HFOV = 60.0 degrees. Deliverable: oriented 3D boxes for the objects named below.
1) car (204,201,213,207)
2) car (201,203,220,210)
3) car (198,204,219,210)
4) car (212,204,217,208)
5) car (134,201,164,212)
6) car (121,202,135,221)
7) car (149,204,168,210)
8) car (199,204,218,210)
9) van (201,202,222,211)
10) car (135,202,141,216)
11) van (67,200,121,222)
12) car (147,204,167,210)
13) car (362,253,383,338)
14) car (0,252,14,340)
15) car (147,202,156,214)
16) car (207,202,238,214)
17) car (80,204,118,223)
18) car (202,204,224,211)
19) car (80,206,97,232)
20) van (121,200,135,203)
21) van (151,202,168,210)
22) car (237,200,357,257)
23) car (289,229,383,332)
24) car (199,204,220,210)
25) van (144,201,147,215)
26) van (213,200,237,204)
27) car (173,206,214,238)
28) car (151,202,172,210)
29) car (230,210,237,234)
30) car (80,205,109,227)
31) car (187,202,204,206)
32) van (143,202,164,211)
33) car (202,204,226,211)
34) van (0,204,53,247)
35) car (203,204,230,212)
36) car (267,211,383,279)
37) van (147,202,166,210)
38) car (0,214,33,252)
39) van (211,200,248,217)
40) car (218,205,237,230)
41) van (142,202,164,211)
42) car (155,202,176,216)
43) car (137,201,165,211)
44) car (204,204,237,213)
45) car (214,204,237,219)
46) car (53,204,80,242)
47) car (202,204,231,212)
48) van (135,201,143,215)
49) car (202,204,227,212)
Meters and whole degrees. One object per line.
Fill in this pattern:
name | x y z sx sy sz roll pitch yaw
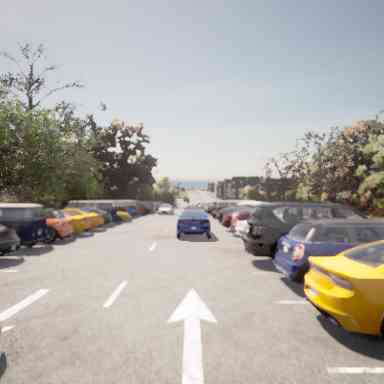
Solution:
car | 4.486 1.934 38.972 5.566 2.045 2.435 0 -2 0
car | 4.455 3.520 80.582 4.553 1.767 2.185 0 -2 0
car | 4.297 3.855 86.121 5.366 1.575 1.946 0 -2 0
car | 4.517 2.052 30.656 4.674 1.452 2.002 0 -1 0
car | -8.557 2.907 66.799 5.566 2.045 2.435 0 -2 0
car | -8.376 2.011 30.818 5.366 1.575 1.946 0 -1 0
car | -8.626 3.883 86.034 4.792 1.488 2.163 0 -2 0
car | 4.662 4.211 94.440 5.366 1.575 1.946 0 -3 0
van | 4.373 3.223 75.039 4.442 1.987 1.878 0 -2 0
car | -8.569 2.119 36.355 5.008 1.535 2.097 0 -1 0
van | -8.676 1.736 28.051 4.442 1.987 1.878 0 -1 0
car | -8.625 3.779 83.397 4.792 1.488 2.163 0 -2 0
car | 4.533 1.513 2.907 4.892 1.521 2.231 0 -1 0
car | -3.602 1.595 2.853 1.994 1.385 4.181 0 -1 0
car | -8.573 2.713 52.947 4.674 1.452 2.002 0 -2 0
car | 4.538 2.448 50.066 4.553 1.767 2.185 0 -2 0
car | -8.551 1.910 25.277 4.892 1.521 2.231 0 -1 0
car | 4.521 3.381 72.256 4.792 1.488 2.163 0 -2 0
car | -8.548 1.801 19.612 5.008 1.535 2.097 0 -1 0
van | -8.445 1.841 33.589 4.442 1.987 1.878 0 -1 0
van | -8.716 3.743 88.813 4.442 1.987 1.878 0 -2 0
car | 4.561 1.393 11.231 5.566 2.045 2.435 0 -1 0
car | 4.530 1.549 5.679 5.008 1.535 2.097 0 -1 0
car | 4.666 3.966 88.772 5.366 1.575 1.946 0 -3 0
van | -8.686 2.152 44.524 4.442 1.987 1.878 0 -2 0
van | 4.634 1.839 33.436 4.442 1.987 1.878 0 -1 0
car | 0.087 1.807 19.972 1.882 1.535 5.008 0 -1 0
car | -8.632 3.963 94.473 5.566 2.045 2.435 0 -3 0
car | 4.526 1.789 16.777 4.674 1.452 2.002 0 -1 0
car | -8.550 1.856 22.507 5.008 1.535 2.097 0 -1 0
car | 0.076 2.122 36.487 1.882 1.535 5.008 0 -1 0
van | -8.707 3.224 75.103 4.442 1.987 1.878 0 -2 0
car | 4.523 3.284 69.482 4.792 1.488 2.163 0 -2 0
van | -8.666 1.473 14.202 4.442 1.987 1.878 0 -1 0
car | 4.493 2.964 61.159 4.892 1.521 2.231 0 -2 0
car | 4.503 1.469 8.458 4.553 1.767 2.185 0 -1 0
van | -8.486 3.421 80.656 4.442 1.987 1.878 0 -2 0
car | -8.541 1.648 11.427 4.892 1.521 2.231 0 -1 0
van | 4.629 2.056 41.746 4.442 1.987 1.878 0 -2 0
car | 4.520 1.854 22.329 5.008 1.535 2.097 0 -1 0
van | -8.471 3.127 72.335 4.442 1.987 1.878 0 -2 0
car | -3.610 2.468 45.788 1.812 1.442 4.674 0 -2 0
car | -8.558 3.004 69.568 5.566 2.045 2.435 0 -2 0
car | 4.688 2.765 55.611 5.366 1.575 1.946 0 -2 0
car | 4.551 1.989 27.879 4.792 1.488 2.163 0 -1 0
car | -8.520 1.626 16.969 4.553 1.767 2.185 0 -1 0
car | 4.683 3.057 63.934 5.366 1.575 1.946 0 -2 0
van | -8.449 1.958 38.980 4.442 1.987 1.878 0 -2 0
car | 4.524 3.187 66.707 4.792 1.488 2.163 0 -2 0
